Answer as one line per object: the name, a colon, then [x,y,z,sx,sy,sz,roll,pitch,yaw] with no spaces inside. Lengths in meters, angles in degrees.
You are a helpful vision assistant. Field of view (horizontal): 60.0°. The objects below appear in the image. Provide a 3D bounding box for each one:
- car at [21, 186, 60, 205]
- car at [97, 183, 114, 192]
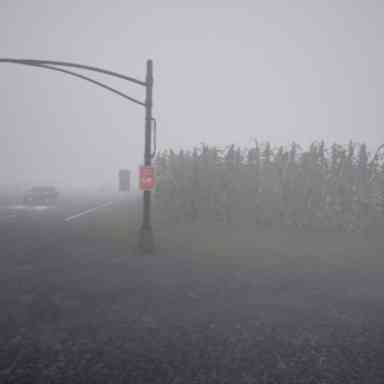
car: [-12.733,0.252,28.281,1.837,1.490,4.892,1,2,-3]
car: [-14.173,-0.733,54.851,2.033,1.411,5.357,1,2,-3]
